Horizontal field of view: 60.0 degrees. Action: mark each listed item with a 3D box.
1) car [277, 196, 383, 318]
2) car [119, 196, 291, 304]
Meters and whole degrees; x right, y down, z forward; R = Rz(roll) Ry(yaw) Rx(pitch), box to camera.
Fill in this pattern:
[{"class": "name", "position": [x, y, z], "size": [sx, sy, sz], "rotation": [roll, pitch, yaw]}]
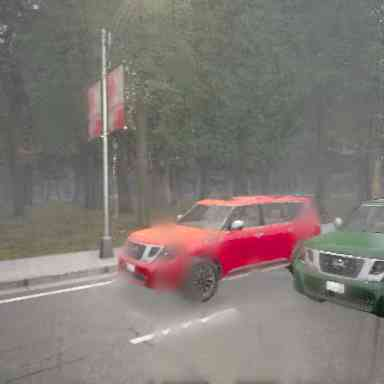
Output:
[{"class": "car", "position": [4.534, 1.127, 6.919], "size": [5.566, 2.045, 2.150], "rotation": [-1, 1, -35]}, {"class": "car", "position": [1.001, 1.152, 8.387], "size": [5.566, 2.045, 2.150], "rotation": [-1, 1, -35]}]
